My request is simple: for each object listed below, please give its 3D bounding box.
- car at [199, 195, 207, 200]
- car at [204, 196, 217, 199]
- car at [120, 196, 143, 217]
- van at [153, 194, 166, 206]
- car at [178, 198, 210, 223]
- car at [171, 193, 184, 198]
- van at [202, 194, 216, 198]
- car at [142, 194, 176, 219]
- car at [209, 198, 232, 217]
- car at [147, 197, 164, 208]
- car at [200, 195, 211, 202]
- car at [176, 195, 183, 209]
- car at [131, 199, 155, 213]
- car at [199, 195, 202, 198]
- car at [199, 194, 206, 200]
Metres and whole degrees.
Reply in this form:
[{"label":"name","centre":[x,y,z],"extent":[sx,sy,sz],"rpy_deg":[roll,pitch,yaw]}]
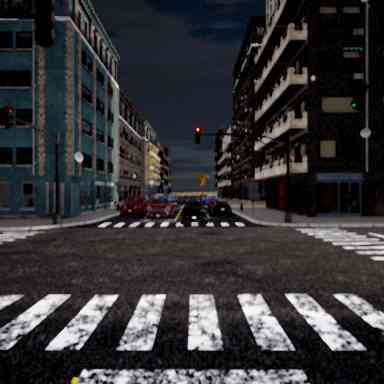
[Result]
[{"label":"car","centre":[2.802,1.366,86.077],"extent":[1.887,1.381,4.507],"rpy_deg":[0,0,0]},{"label":"car","centre":[2.680,1.506,41.661],"extent":[1.802,1.307,4.206],"rpy_deg":[0,0,0]},{"label":"car","centre":[-5.231,1.262,30.577],"extent":[2.192,1.841,5.009],"rpy_deg":[0,0,0]},{"label":"van","centre":[-5.170,1.241,52.785],"extent":[1.690,1.788,3.998],"rpy_deg":[0,0,0]},{"label":"car","centre":[0.159,1.463,24.943],"extent":[1.837,1.490,4.892],"rpy_deg":[0,0,0]},{"label":"car","centre":[-2.575,1.369,64.700],"extent":[2.128,1.511,4.902],"rpy_deg":[0,0,0]},{"label":"van","centre":[2.696,1.253,47.212],"extent":[1.690,1.788,3.998],"rpy_deg":[0,0,0]},{"label":"car","centre":[-2.744,1.303,28.849],"extent":[2.097,1.767,4.553],"rpy_deg":[0,0,0]},{"label":"car","centre":[2.649,1.512,30.557],"extent":[1.947,1.339,4.313],"rpy_deg":[0,0,0]},{"label":"car","centre":[-5.185,1.457,47.234],"extent":[1.887,1.381,4.507],"rpy_deg":[0,0,0]},{"label":"car","centre":[2.756,1.413,69.421],"extent":[2.008,1.369,4.403],"rpy_deg":[0,0,0]},{"label":"car","centre":[-2.725,1.410,43.819],"extent":[2.128,1.511,4.902],"rpy_deg":[0,0,0]},{"label":"car","centre":[-5.216,1.480,36.130],"extent":[1.887,1.381,4.507],"rpy_deg":[0,0,0]},{"label":"car","centre":[2.726,1.328,58.316],"extent":[1.967,1.590,4.097],"rpy_deg":[0,0,0]},{"label":"car","centre":[2.817,1.352,91.629],"extent":[1.887,1.381,4.507],"rpy_deg":[0,0,0]}]
